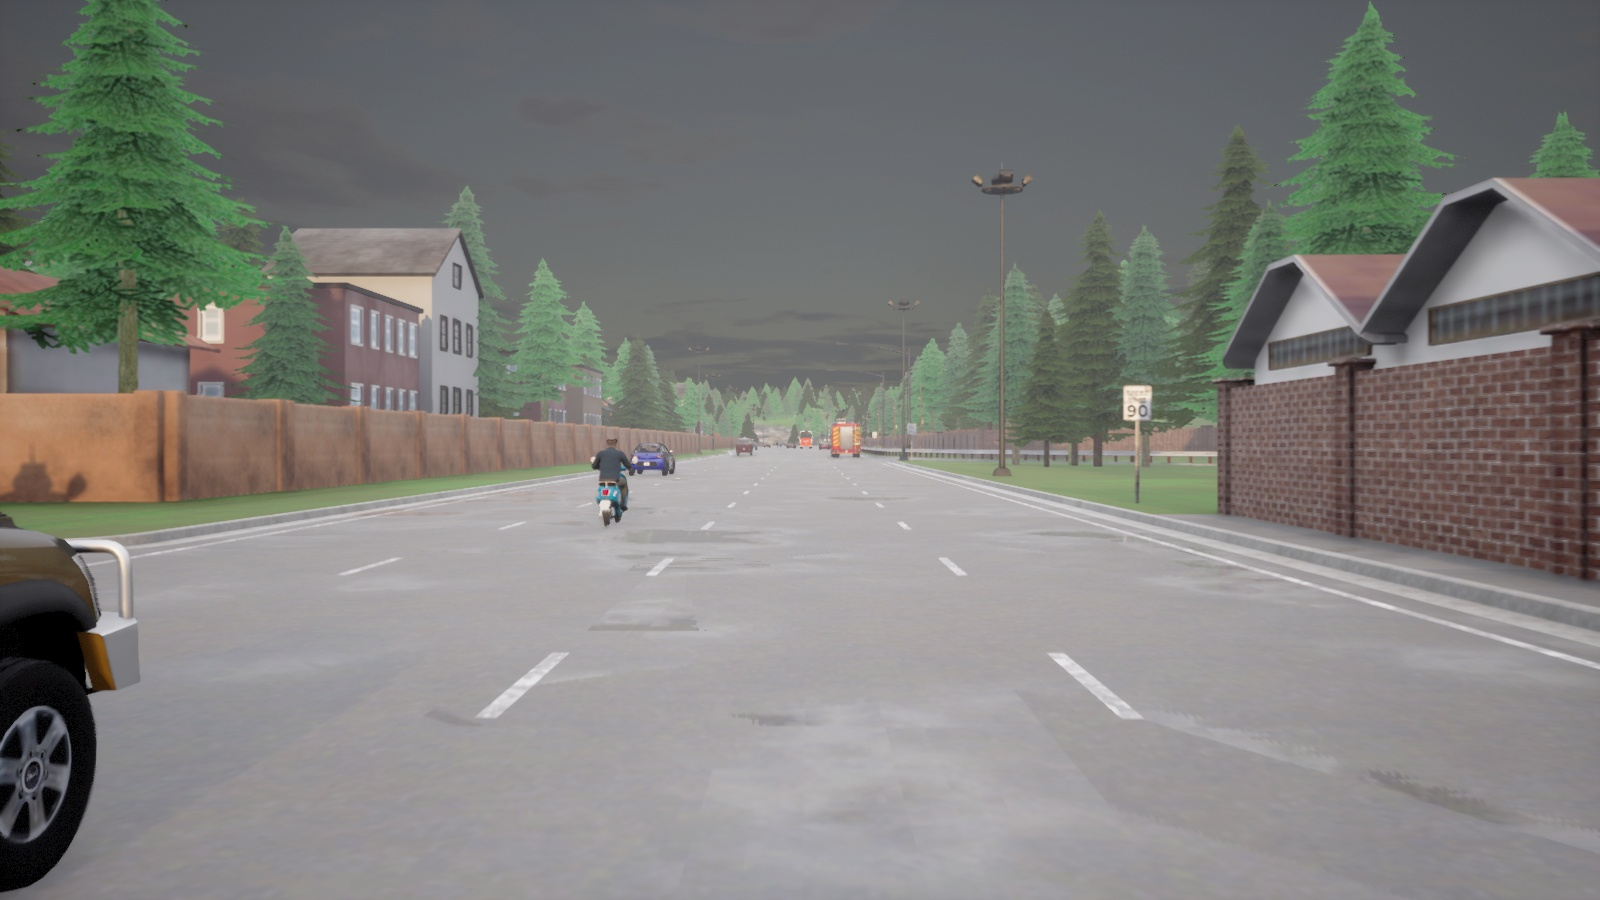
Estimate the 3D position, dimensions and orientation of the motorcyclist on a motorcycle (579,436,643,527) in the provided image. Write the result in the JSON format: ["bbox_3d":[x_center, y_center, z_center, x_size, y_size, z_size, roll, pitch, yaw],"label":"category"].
[{"bbox_3d":[-3.394,0.557,22.712,0.866,1.590,1.817,0,-1,0],"label":"motorcyclist on a motorcycle"}]

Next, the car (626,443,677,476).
[{"bbox_3d":[-6.760,0.397,57.657,1.816,1.474,4.193,0,0,0],"label":"car"}]

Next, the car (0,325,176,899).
[{"bbox_3d":[-3.474,0.543,2.720,1.932,1.855,4.605,0,0,0],"label":"car"}]
